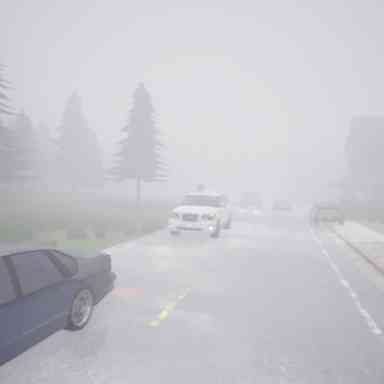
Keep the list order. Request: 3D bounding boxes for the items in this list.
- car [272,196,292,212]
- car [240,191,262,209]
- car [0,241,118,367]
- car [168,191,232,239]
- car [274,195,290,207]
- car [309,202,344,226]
[{"bbox_3d":[9.831,1.355,36.275,1.994,1.385,4.181,2,1,16],"label":"car"},{"bbox_3d":[7.050,0.883,39.551,2.150,2.045,5.566,2,1,16],"label":"car"},{"bbox_3d":[-2.884,1.408,4.091,2.033,1.411,5.357,2,1,16],"label":"car"},{"bbox_3d":[0.623,1.000,16.704,2.150,2.045,5.566,2,2,15],"label":"car"},{"bbox_3d":[12.834,1.273,47.235,2.033,1.411,5.357,2,1,16],"label":"car"},{"bbox_3d":[9.172,1.417,22.982,1.816,1.474,4.193,-4,0,13],"label":"car"}]
